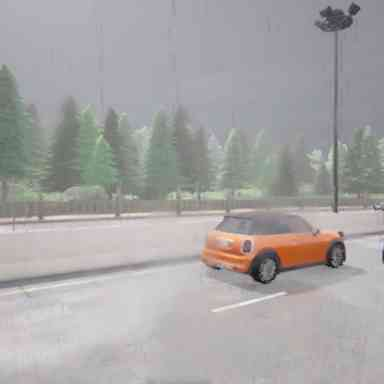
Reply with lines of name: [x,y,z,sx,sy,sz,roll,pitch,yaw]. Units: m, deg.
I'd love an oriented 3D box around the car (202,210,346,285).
car: [2.568,1.392,9.897,4.553,1.767,2.097,1,0,-35]

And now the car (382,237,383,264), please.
car: [7.334,1.281,8.982,5.566,2.045,2.150,0,0,-35]
